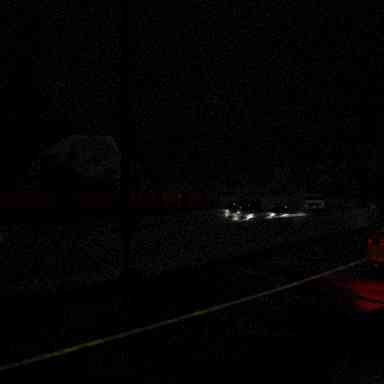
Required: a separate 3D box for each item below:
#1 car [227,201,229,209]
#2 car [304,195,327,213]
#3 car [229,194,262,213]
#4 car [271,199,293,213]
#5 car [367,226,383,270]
[{"bbox_3d":[6.214,1.592,46.292,1.882,1.535,5.008,0,0,20],"label":"car"},{"bbox_3d":[14.437,1.320,38.778,2.150,2.045,5.566,0,0,24],"label":"car"},{"bbox_3d":[6.493,1.316,38.367,2.150,2.045,5.566,0,0,27],"label":"car"},{"bbox_3d":[10.547,1.575,38.740,1.882,1.535,5.008,0,0,25],"label":"car"},{"bbox_3d":[6.997,1.504,10.089,5.008,1.535,1.882,0,0,-44],"label":"car"}]
